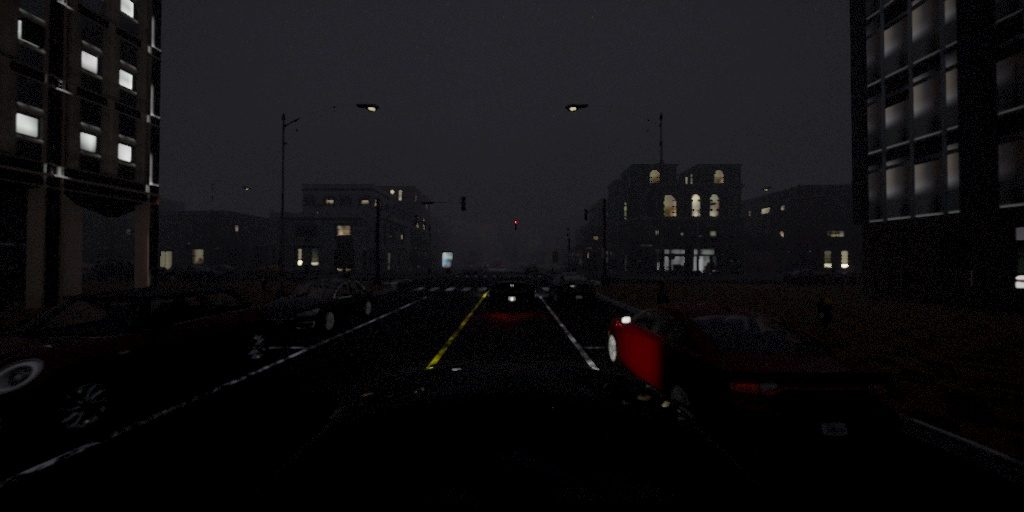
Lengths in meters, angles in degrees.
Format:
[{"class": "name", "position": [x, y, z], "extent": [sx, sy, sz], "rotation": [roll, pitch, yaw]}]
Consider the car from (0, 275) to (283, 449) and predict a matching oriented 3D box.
[{"class": "car", "position": [-5.689, 1.223, 5.238], "extent": [1.967, 1.591, 4.097], "rotation": [0, 0, 0]}]

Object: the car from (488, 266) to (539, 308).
[{"class": "car", "position": [0.007, 1.393, 16.152], "extent": [1.837, 1.490, 4.892], "rotation": [0, 0, 0]}]

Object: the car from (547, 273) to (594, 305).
[{"class": "car", "position": [2.693, 1.440, 16.603], "extent": [2.007, 1.370, 4.403], "rotation": [0, 0, 0]}]

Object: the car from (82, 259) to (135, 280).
[{"class": "car", "position": [-30.948, 1.171, 29.097], "extent": [5.009, 1.841, 2.192], "rotation": [0, 0, 1]}]

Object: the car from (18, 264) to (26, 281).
[{"class": "car", "position": [-36.484, 1.385, 29.183], "extent": [4.403, 1.370, 2.007], "rotation": [0, 0, 1]}]

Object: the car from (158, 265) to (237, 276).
[{"class": "car", "position": [-25.411, 1.430, 29.011], "extent": [4.403, 1.370, 2.007], "rotation": [0, 0, 1]}]

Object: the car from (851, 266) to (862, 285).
[{"class": "car", "position": [29.180, 1.565, 28.161], "extent": [4.097, 1.591, 1.967], "rotation": [0, 0, 1]}]

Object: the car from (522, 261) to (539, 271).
[{"class": "car", "position": [2.697, 1.761, 48.992], "extent": [1.948, 1.339, 4.313], "rotation": [0, 0, 0]}]

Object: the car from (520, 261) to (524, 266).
[{"class": "car", "position": [2.698, 1.882, 60.034], "extent": [1.802, 1.307, 4.207], "rotation": [0, 0, 0]}]

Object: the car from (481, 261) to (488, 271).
[{"class": "car", "position": [-5.683, 1.851, 60.049], "extent": [2.007, 1.370, 4.403], "rotation": [0, 0, 0]}]

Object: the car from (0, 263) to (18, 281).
[{"class": "car", "position": [-42.020, 1.358, 29.269], "extent": [4.507, 1.381, 1.888], "rotation": [0, 0, 1]}]

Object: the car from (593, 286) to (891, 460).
[{"class": "car", "position": [2.691, 1.328, 5.220], "extent": [1.888, 1.381, 4.507], "rotation": [0, 0, 0]}]

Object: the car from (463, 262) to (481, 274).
[{"class": "car", "position": [-5.684, 1.777, 49.007], "extent": [1.802, 1.307, 4.207], "rotation": [0, 0, 0]}]

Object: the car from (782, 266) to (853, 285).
[{"class": "car", "position": [23.646, 1.679, 28.212], "extent": [4.207, 1.307, 1.802], "rotation": [0, 0, 1]}]

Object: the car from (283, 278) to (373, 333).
[{"class": "car", "position": [-5.689, 1.387, 10.930], "extent": [2.007, 1.370, 4.403], "rotation": [0, 0, 0]}]

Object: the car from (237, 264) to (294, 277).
[{"class": "car", "position": [-25.449, 1.528, 37.392], "extent": [4.829, 1.417, 1.751], "rotation": [0, 0, 1]}]
